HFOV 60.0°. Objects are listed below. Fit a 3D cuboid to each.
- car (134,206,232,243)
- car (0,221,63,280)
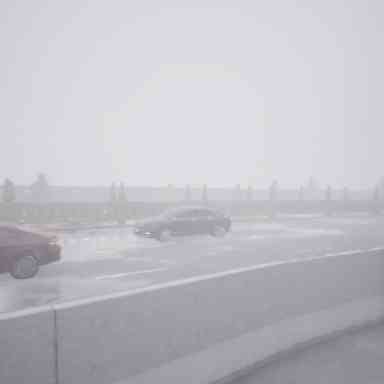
[{"bbox_3d":[-0.358,1.466,15.937,4.892,1.490,1.837,0,0,-30],"label":"car"},{"bbox_3d":[-5.739,1.476,8.316,4.674,1.442,1.812,0,0,-34],"label":"car"}]
